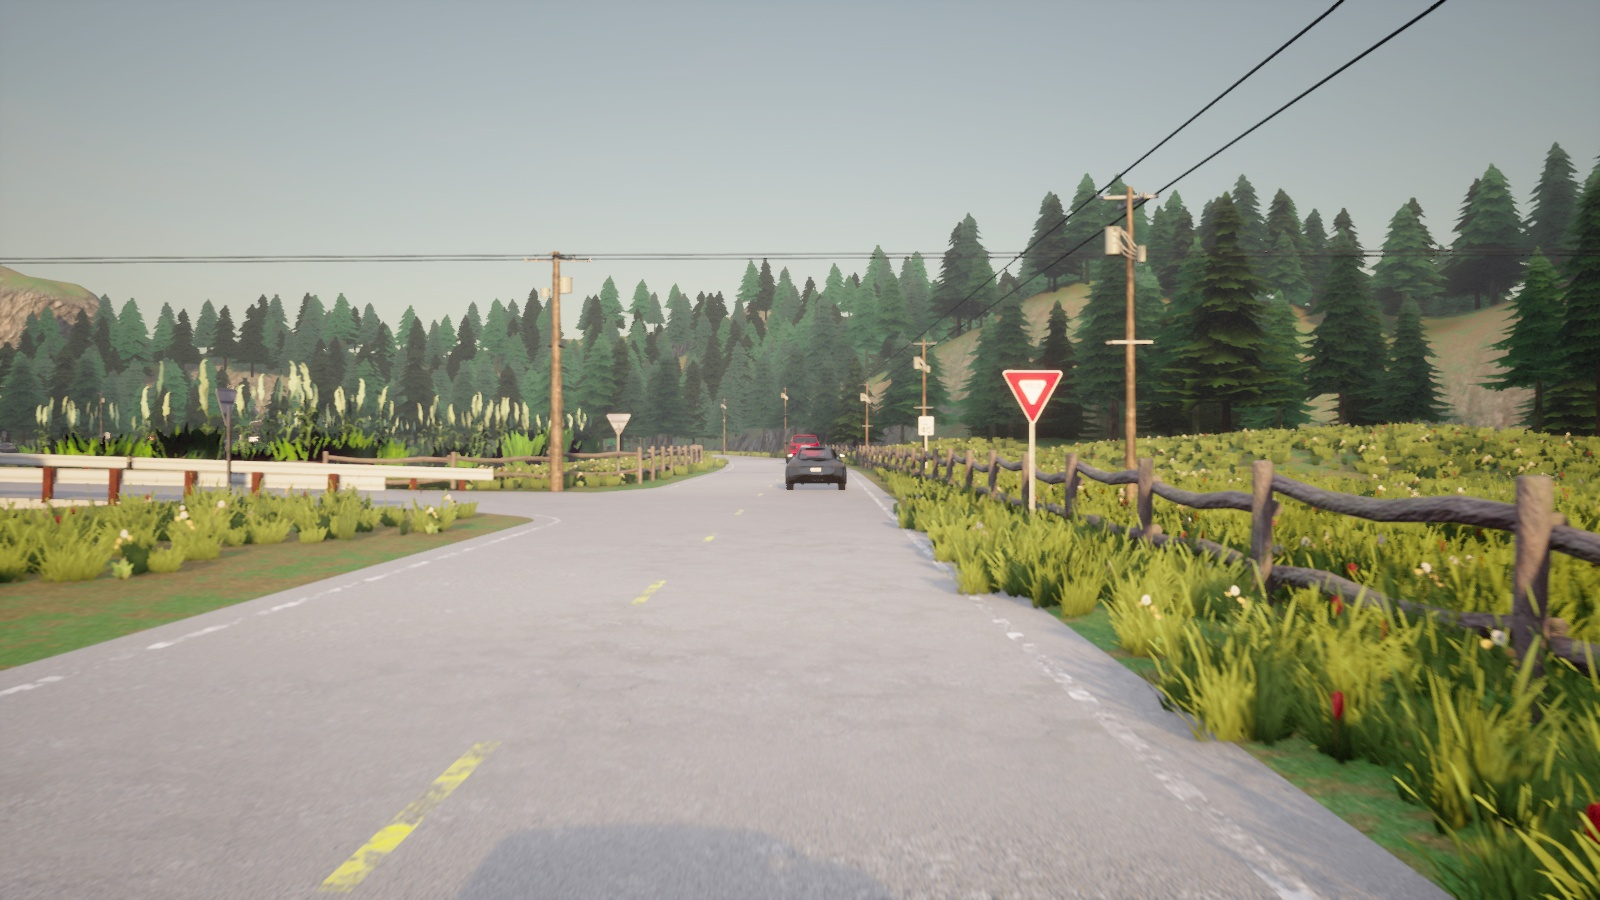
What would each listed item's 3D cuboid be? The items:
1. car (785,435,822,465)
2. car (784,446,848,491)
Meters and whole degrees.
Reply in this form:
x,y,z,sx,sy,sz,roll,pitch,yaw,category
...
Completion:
x,y,z,sx,sy,sz,roll,pitch,yaw,category
0.186,-0.021,86.254,2.150,2.045,5.566,0,0,-4,car
0.539,0.576,41.632,1.994,1.385,4.181,0,0,1,car
